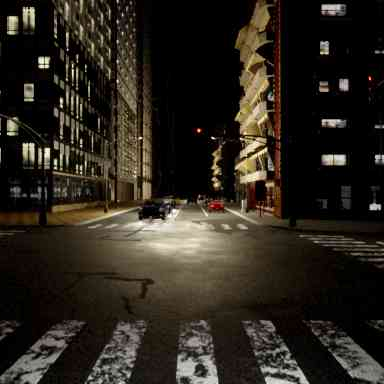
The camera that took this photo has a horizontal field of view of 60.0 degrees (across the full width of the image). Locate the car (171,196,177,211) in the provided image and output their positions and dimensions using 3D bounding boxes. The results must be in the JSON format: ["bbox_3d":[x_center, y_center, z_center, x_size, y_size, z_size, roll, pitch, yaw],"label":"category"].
[{"bbox_3d":[-3.157,1.501,37.187,2.128,1.511,4.902,0,0,0],"label":"car"}]

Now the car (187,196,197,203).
[{"bbox_3d":[-0.033,1.594,70.302,1.994,1.385,4.181,0,0,0],"label":"car"}]

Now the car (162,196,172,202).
[{"bbox_3d":[-5.823,1.589,78.386,2.008,1.369,4.403,0,0,0],"label":"car"}]

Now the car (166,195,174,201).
[{"bbox_3d":[-5.843,1.596,89.683,1.887,1.381,4.507,0,0,0],"label":"car"}]

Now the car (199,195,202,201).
[{"bbox_3d":[2.597,1.571,55.806,2.008,1.369,4.403,0,0,0],"label":"car"}]

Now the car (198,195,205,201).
[{"bbox_3d":[2.537,1.491,89.698,1.967,1.590,4.097,0,0,0],"label":"car"}]

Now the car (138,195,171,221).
[{"bbox_3d":[-3.141,1.356,27.509,2.097,1.767,4.553,0,0,0],"label":"car"}]

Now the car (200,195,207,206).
[{"bbox_3d":[2.606,1.567,50.158,2.008,1.369,4.403,0,0,0],"label":"car"}]

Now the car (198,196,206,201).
[{"bbox_3d":[2.547,1.626,84.049,1.802,1.307,4.206,0,0,0],"label":"car"}]

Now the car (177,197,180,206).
[{"bbox_3d":[-3.153,1.615,46.454,1.895,1.301,4.718,0,0,0],"label":"car"}]

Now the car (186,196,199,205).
[{"bbox_3d":[-0.004,1.528,59.991,1.837,1.490,4.892,0,0,0],"label":"car"}]

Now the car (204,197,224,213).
[{"bbox_3d":[2.679,1.591,37.241,1.802,1.307,4.206,0,0,0],"label":"car"}]
